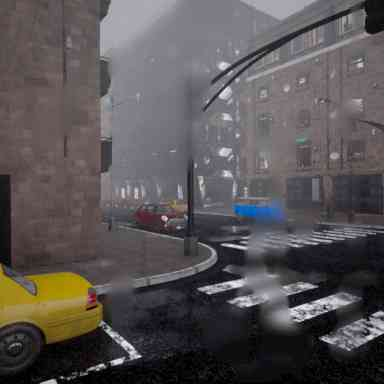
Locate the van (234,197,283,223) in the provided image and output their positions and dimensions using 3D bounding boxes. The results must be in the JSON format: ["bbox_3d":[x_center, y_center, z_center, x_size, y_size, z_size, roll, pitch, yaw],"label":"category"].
[{"bbox_3d":[4.898,1.280,24.914,1.690,1.788,3.998,0,0,-36],"label":"van"}]

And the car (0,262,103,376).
[{"bbox_3d":[-3.591,1.525,4.003,4.829,1.417,1.752,0,0,-36],"label":"car"}]

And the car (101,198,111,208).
[{"bbox_3d":[-11.743,1.463,47.814,1.887,1.381,4.507,-1,0,-36],"label":"car"}]

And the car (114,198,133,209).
[{"bbox_3d":[-8.415,1.463,43.234,1.887,1.381,4.507,-1,0,-36],"label":"car"}]

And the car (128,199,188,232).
[{"bbox_3d":[-1.892,1.441,20.003,1.967,1.590,4.097,0,0,-36],"label":"car"}]
